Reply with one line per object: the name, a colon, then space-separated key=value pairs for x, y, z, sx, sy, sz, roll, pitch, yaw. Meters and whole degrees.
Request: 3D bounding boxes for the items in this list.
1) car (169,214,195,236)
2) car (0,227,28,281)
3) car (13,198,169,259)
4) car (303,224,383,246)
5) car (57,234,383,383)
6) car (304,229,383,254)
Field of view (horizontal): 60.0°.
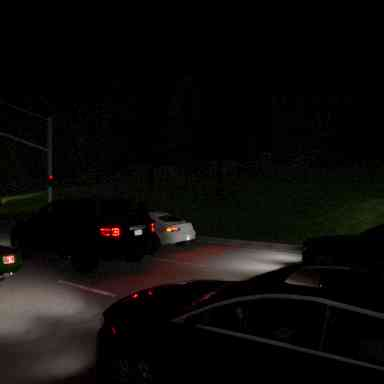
car: x=-2.022 y=1.526 z=13.983 sx=4.674 sy=1.442 sz=1.812 roll=0 pitch=0 yaw=36
car: x=-6.433 y=1.601 z=8.532 sx=4.718 sy=1.301 sz=1.895 roll=0 pitch=0 yaw=36
car: x=-3.668 y=1.221 z=10.853 sx=5.566 sy=2.045 sz=2.150 roll=0 pitch=0 yaw=36
car: x=5.328 y=1.526 z=8.769 sx=4.674 sy=1.442 sz=1.812 roll=0 pitch=0 yaw=35
car: x=1.110 y=1.492 z=3.199 sx=4.902 sy=1.511 sz=2.128 roll=0 pitch=0 yaw=35
car: x=4.724 y=1.547 z=4.925 sx=5.357 sy=1.411 sz=2.033 roll=0 pitch=0 yaw=35
